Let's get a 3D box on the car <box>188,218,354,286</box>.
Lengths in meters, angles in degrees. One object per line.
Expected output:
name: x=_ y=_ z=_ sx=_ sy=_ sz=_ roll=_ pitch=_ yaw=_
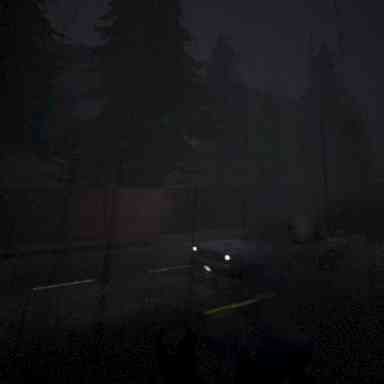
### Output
car: x=2.286 y=1.633 z=9.550 sx=4.718 sy=1.301 sz=1.895 roll=0 pitch=0 yaw=-31

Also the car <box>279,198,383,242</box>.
car: x=6.693 y=1.286 z=15.696 sx=5.566 sy=2.045 sz=2.150 roll=0 pitch=0 yaw=-21
